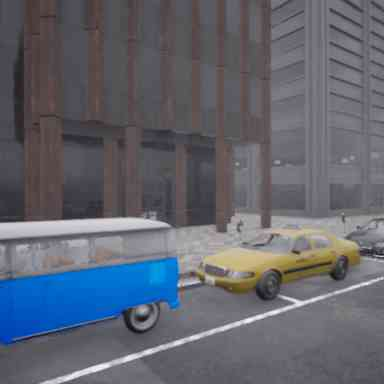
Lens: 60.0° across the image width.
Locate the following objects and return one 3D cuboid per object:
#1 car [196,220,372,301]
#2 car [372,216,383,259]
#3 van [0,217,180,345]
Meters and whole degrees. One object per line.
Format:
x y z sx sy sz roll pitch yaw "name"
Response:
2.339 1.518 8.321 4.829 1.417 1.752 0 0 -36 "car"
7.065 1.538 11.692 4.403 1.369 2.008 0 0 -36 "car"
-2.112 1.340 5.146 3.998 1.788 1.690 0 0 -36 "van"
